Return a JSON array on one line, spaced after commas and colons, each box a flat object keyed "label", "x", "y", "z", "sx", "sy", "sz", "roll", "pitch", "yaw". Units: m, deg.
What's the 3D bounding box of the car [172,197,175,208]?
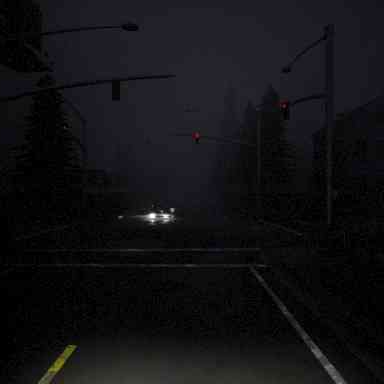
[{"label": "car", "x": -3.517, "y": 1.505, "z": 48.983, "sx": 1.837, "sy": 1.490, "sz": 4.892, "roll": 0, "pitch": 0, "yaw": 0}]

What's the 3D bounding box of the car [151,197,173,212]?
[{"label": "car", "x": -3.550, "y": 1.601, "z": 38.211, "sx": 1.895, "sy": 1.301, "sz": 4.718, "roll": 0, "pitch": 0, "yaw": 0}]
